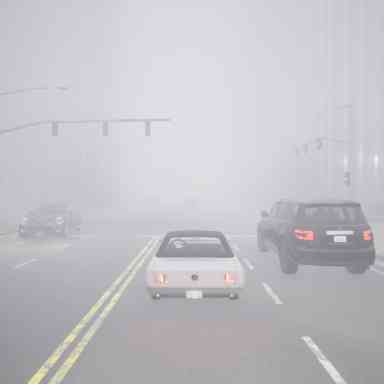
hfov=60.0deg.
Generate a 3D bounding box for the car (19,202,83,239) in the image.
[{"bbox_3d":[-7.231,1.352,17.457,2.097,1.767,4.553,0,0,-6],"label":"car"}]

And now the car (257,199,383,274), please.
[{"bbox_3d":[3.589,1.222,10.699,2.150,2.045,5.566,0,0,0],"label":"car"}]

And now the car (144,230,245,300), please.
[{"bbox_3d":[0.072,1.601,8.346,1.895,1.301,4.718,0,0,1],"label":"car"}]

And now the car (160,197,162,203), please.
[{"bbox_3d":[-6.936,1.547,65.737,2.033,1.411,5.357,0,0,1],"label":"car"}]

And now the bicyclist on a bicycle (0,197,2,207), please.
[{"bbox_3d":[-26.356,1.301,45.380,0.582,1.620,1.656,0,0,0],"label":"bicyclist on a bicycle"}]

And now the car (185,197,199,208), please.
[{"bbox_3d":[-0.015,1.491,49.538,2.128,1.511,4.902,0,0,3],"label":"car"}]

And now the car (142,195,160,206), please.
[{"bbox_3d":[-7.011,1.352,55.218,2.097,1.767,4.553,0,0,0],"label":"car"}]
